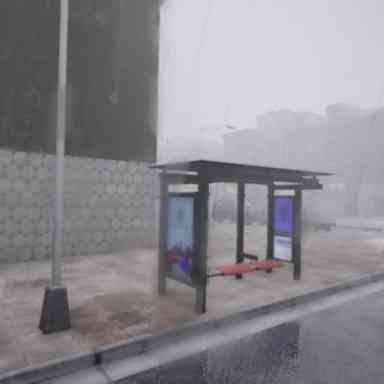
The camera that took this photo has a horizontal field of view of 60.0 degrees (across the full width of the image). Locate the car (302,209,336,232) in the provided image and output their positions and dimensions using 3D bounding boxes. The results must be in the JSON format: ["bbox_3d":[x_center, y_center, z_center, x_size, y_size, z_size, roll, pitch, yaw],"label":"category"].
[{"bbox_3d":[6.853,1.728,21.003,1.947,1.339,4.313,1,-1,-36],"label":"car"}]
